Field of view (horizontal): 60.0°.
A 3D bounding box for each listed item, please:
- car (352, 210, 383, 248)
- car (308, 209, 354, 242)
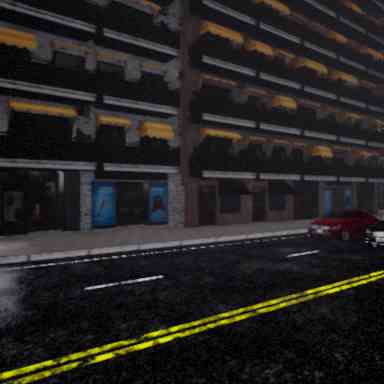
[{"bbox_3d":[9.336,1.605,14.338,4.902,1.511,2.128,1,0,-36],"label":"car"},{"bbox_3d":[8.031,1.644,17.384,4.674,1.442,1.812,1,0,-36],"label":"car"}]
